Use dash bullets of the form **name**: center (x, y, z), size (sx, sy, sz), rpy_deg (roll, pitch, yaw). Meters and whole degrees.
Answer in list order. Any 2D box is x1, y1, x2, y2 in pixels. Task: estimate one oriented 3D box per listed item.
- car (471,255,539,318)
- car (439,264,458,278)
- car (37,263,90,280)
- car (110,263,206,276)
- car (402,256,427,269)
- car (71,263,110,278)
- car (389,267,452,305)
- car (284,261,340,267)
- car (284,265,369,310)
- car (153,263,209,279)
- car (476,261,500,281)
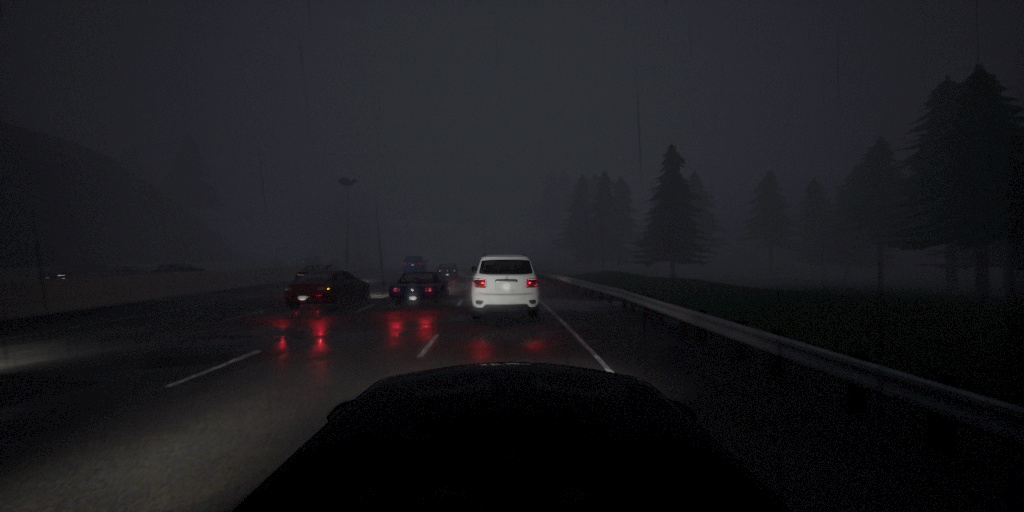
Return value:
- **car**: center (-0.323, 0.971, 13.266), size (2.150, 2.045, 5.566), rpy_deg (0, 0, -3)
- **car**: center (-6.084, 1.361, 33.995), size (1.895, 1.301, 4.718), rpy_deg (0, 0, -9)
- **car**: center (-33.703, 1.322, 28.101), size (1.837, 1.490, 4.892), rpy_deg (0, 0, -9)
- **car**: center (-22.491, 1.286, 23.445), size (2.128, 1.511, 4.902), rpy_deg (0, 0, -7)
- **car**: center (-10.369, 0.990, 38.304), size (2.150, 2.045, 5.566), rpy_deg (0, 0, -10)
- **car**: center (-26.110, 1.365, 24.165), size (1.994, 1.385, 4.181), rpy_deg (0, 0, -7)
- **car**: center (-4.018, 1.358, 16.228), size (1.895, 1.301, 4.718), rpy_deg (0, 0, -4)
- **car**: center (-11.614, 1.264, 22.323), size (2.128, 1.511, 4.902), rpy_deg (0, 0, -6)
- **car**: center (-7.440, 1.290, 14.780), size (1.812, 1.442, 4.674), rpy_deg (0, 0, -4)
- **car**: center (-31.118, 1.375, 33.896), size (1.994, 1.385, 4.181), rpy_deg (0, 0, -10)
- **car**: center (-2.197, 1.257, 31.567), size (1.837, 1.490, 4.892), rpy_deg (0, 0, -8)
